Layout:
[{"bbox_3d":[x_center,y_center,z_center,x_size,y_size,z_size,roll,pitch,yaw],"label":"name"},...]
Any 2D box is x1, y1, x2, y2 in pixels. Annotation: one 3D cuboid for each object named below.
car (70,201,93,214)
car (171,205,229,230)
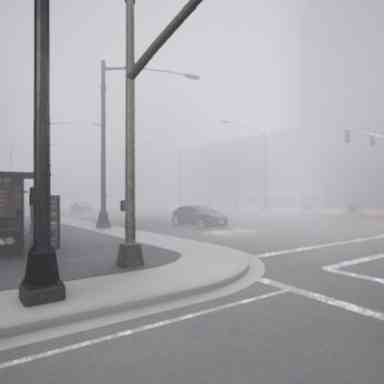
[{"bbox_3d":[-14.207,1.898,42.546,1.812,1.442,4.674,0,-1,-36],"label":"car"},{"bbox_3d":[0.437,1.637,22.352,1.837,1.490,4.892,0,0,-36],"label":"car"}]
